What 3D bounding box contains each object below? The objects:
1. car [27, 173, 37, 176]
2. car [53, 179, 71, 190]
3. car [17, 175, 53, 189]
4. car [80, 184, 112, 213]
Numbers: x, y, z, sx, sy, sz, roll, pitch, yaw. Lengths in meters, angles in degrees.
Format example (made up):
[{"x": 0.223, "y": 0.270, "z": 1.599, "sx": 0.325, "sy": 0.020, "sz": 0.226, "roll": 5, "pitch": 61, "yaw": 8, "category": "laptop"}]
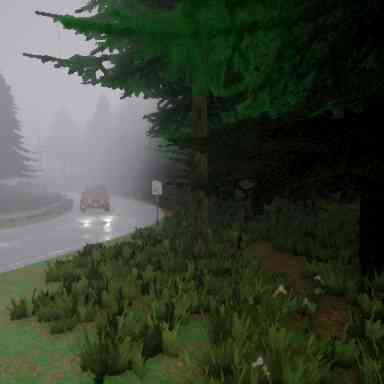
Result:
[{"x": -25.775, "y": -2.127, "z": 52.419, "sx": 2.150, "sy": 2.045, "sz": 5.566, "roll": 0, "pitch": 5, "yaw": -30, "category": "car"}, {"x": -18.443, "y": -0.951, "z": 45.363, "sx": 4.892, "sy": 1.490, "sz": 1.837, "roll": 6, "pitch": 4, "yaw": 38, "category": "car"}, {"x": -20.419, "y": -0.975, "z": 42.532, "sx": 5.008, "sy": 1.535, "sz": 1.882, "roll": 5, "pitch": 3, "yaw": 36, "category": "car"}, {"x": -7.996, "y": 0.454, "z": 27.793, "sx": 2.150, "sy": 2.045, "sz": 5.566, "roll": 0, "pitch": 4, "yaw": -15, "category": "car"}]
